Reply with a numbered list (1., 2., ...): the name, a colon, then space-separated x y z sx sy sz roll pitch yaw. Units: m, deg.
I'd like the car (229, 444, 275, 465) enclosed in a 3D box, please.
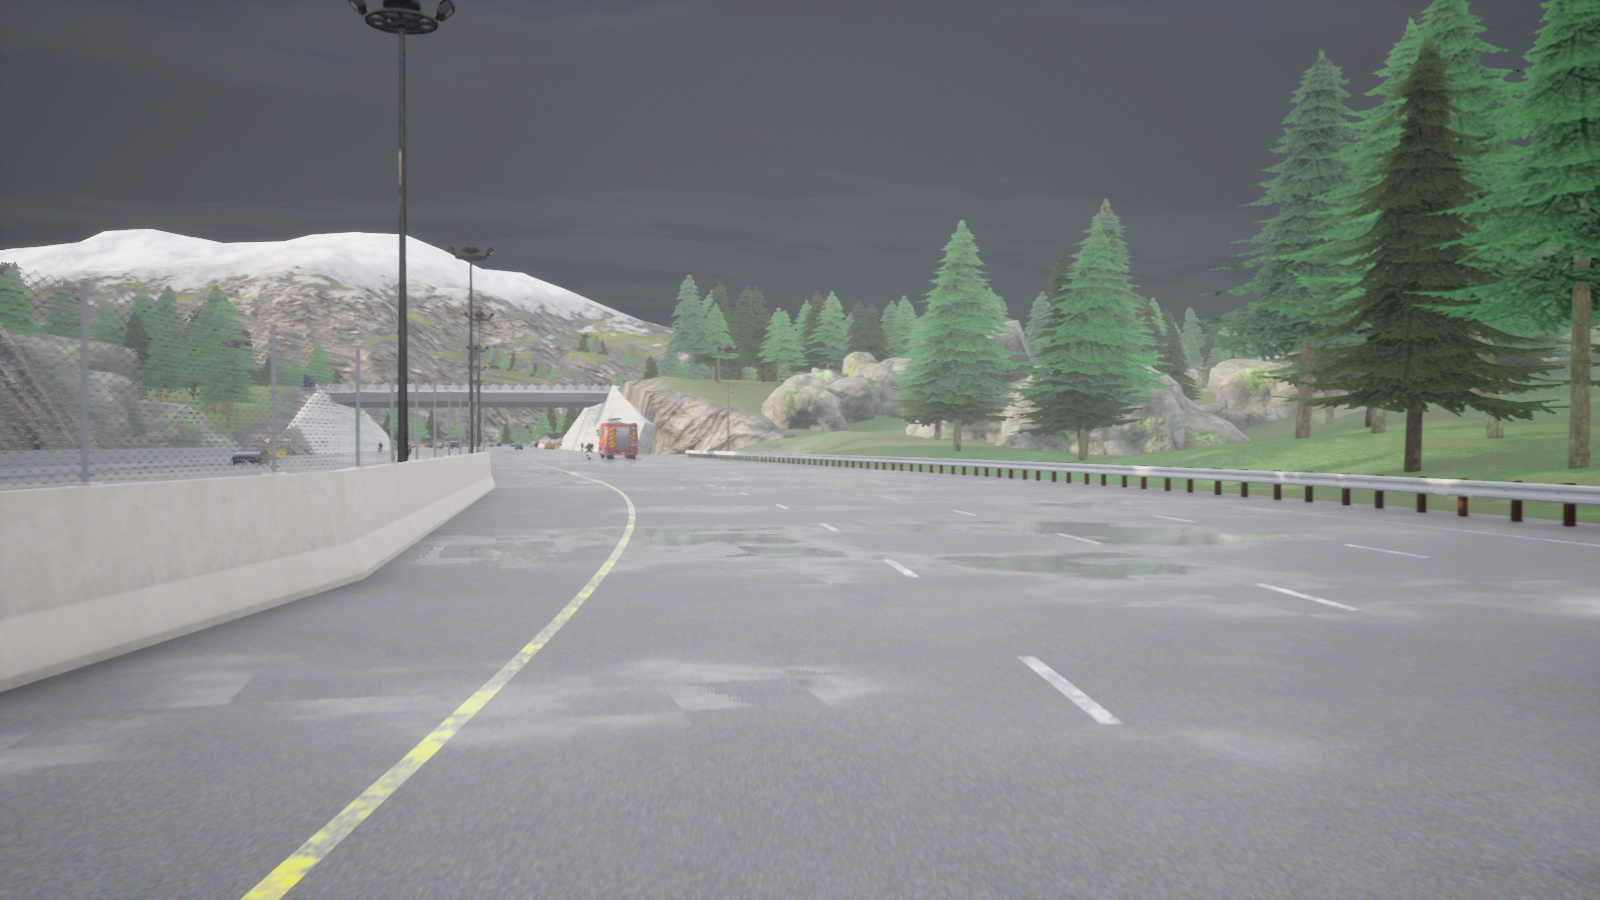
1. car: -37.392 0.292 85.772 2.033 1.411 5.357 0 0 -15
